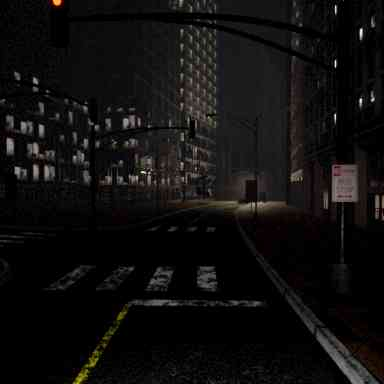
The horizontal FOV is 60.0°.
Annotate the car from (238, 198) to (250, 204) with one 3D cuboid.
[{"bbox_3d":[10.846,1.864,69.023,1.895,1.301,4.718,0,0,18],"label":"car"}]

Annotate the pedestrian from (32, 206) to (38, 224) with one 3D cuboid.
[{"bbox_3d":[-9.391,1.345,19.892,0.500,1.100,0.500,0,0,17],"label":"pedestrian"}]
